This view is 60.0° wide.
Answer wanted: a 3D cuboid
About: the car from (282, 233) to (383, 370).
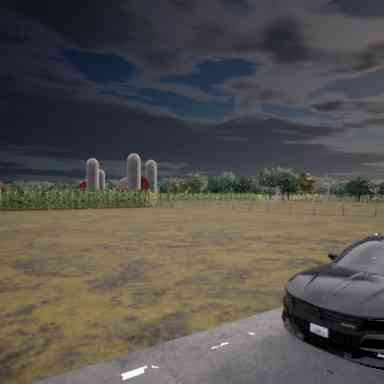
[{"bbox_3d":[3.644,1.482,5.667,5.008,1.535,1.882,0,0,-35],"label":"car"}]
